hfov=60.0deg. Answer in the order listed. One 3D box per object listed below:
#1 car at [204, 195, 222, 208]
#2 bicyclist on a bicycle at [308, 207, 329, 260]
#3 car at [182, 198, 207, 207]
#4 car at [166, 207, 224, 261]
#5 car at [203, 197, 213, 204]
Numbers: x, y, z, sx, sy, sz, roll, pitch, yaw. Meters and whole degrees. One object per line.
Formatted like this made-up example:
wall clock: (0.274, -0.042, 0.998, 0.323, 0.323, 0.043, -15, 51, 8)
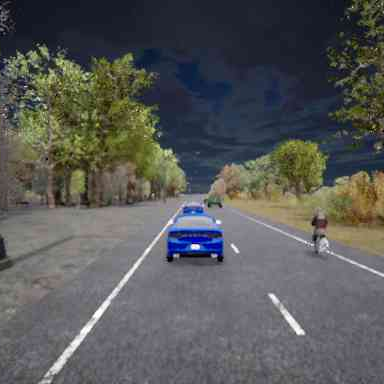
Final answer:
car: (3.624, 1.472, 54.778, 2.150, 2.045, 5.566, 0, 0, 0)
bicyclist on a bicycle: (4.471, 1.425, 11.855, 0.659, 1.776, 1.843, 0, 0, 0)
car: (0.114, 1.619, 31.231, 1.882, 1.535, 5.008, 0, 0, 0)
car: (0.102, 1.535, 12.610, 1.882, 1.535, 5.008, 0, 0, 0)
car: (3.533, 1.815, 73.318, 1.882, 1.535, 5.008, 0, 0, 0)
